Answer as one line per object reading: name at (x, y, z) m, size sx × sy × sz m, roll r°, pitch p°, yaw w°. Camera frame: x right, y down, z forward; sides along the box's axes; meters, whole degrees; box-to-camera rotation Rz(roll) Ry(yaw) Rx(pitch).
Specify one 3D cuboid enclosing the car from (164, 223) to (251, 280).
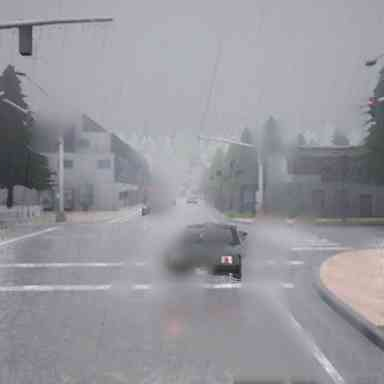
car at (0.714, 1.597, 10.020) m, size 1.895 × 1.301 × 4.718 m, roll 0°, pitch 0°, yaw 12°

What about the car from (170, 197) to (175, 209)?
car at (-3.598, 1.520, 42.569) m, size 1.812 × 1.442 × 4.674 m, roll 0°, pitch 0°, yaw 0°

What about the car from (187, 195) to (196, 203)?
car at (-0.006, 1.468, 71.817) m, size 1.882 × 1.535 × 5.008 m, roll 0°, pitch 0°, yaw 0°

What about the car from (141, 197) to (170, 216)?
car at (-3.601, 1.348, 32.334) m, size 2.097 × 1.767 × 4.553 m, roll 0°, pitch 0°, yaw 0°

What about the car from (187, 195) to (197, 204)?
car at (-0.002, 1.593, 61.781) m, size 1.895 × 1.301 × 4.718 m, roll 0°, pitch 0°, yaw 0°
